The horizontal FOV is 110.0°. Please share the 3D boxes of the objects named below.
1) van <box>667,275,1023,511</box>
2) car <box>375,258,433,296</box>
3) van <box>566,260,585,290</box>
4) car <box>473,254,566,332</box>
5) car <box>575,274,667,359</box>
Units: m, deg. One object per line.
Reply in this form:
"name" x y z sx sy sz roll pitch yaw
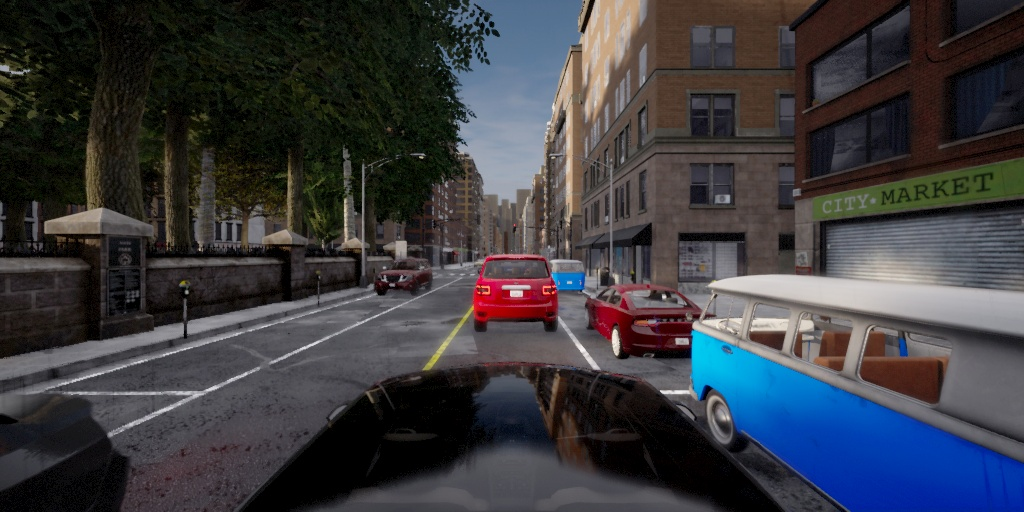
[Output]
"van" 2.856 1.091 2.578 1.690 1.789 3.998 0 0 0
"car" -5.676 1.059 19.516 2.192 1.841 5.009 0 0 0
"van" 2.849 1.085 19.560 1.690 1.789 3.998 0 0 0
"car" 0.093 0.970 10.997 2.150 2.045 5.566 0 0 0
"car" 2.854 1.294 8.239 1.888 1.381 4.507 0 0 0
